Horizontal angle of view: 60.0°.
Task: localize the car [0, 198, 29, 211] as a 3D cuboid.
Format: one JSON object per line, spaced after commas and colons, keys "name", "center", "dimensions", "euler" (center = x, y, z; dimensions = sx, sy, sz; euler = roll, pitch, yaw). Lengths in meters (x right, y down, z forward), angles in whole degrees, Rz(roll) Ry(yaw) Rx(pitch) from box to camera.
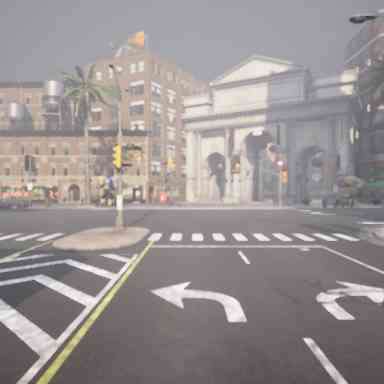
{"name": "car", "center": [-20.885, 1.373, 37.312], "dimensions": [4.902, 1.511, 2.128], "euler": [0, 0, 2]}
